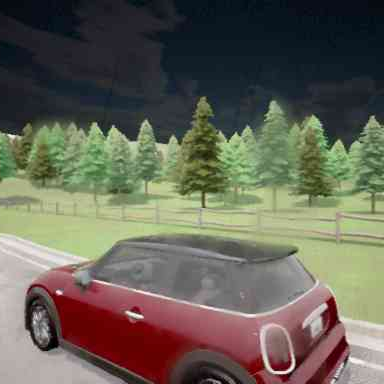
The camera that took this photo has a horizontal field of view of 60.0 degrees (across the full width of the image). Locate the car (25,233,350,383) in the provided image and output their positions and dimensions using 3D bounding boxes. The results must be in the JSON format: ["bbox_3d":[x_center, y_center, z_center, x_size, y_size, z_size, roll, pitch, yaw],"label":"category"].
[{"bbox_3d":[-0.412,1.372,4.642,4.553,1.767,2.097,0,0,39],"label":"car"}]
